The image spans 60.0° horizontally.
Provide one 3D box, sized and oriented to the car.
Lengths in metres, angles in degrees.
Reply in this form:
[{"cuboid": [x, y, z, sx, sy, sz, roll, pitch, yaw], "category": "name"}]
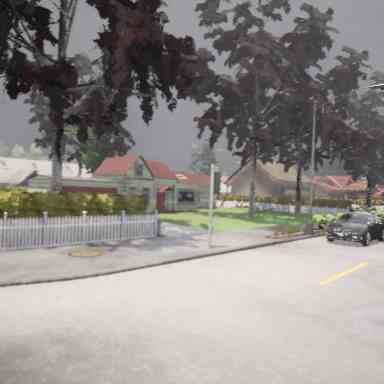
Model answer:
[{"cuboid": [8.644, 1.829, 17.362, 1.837, 1.490, 4.892, 2, 0, 43], "category": "car"}]
